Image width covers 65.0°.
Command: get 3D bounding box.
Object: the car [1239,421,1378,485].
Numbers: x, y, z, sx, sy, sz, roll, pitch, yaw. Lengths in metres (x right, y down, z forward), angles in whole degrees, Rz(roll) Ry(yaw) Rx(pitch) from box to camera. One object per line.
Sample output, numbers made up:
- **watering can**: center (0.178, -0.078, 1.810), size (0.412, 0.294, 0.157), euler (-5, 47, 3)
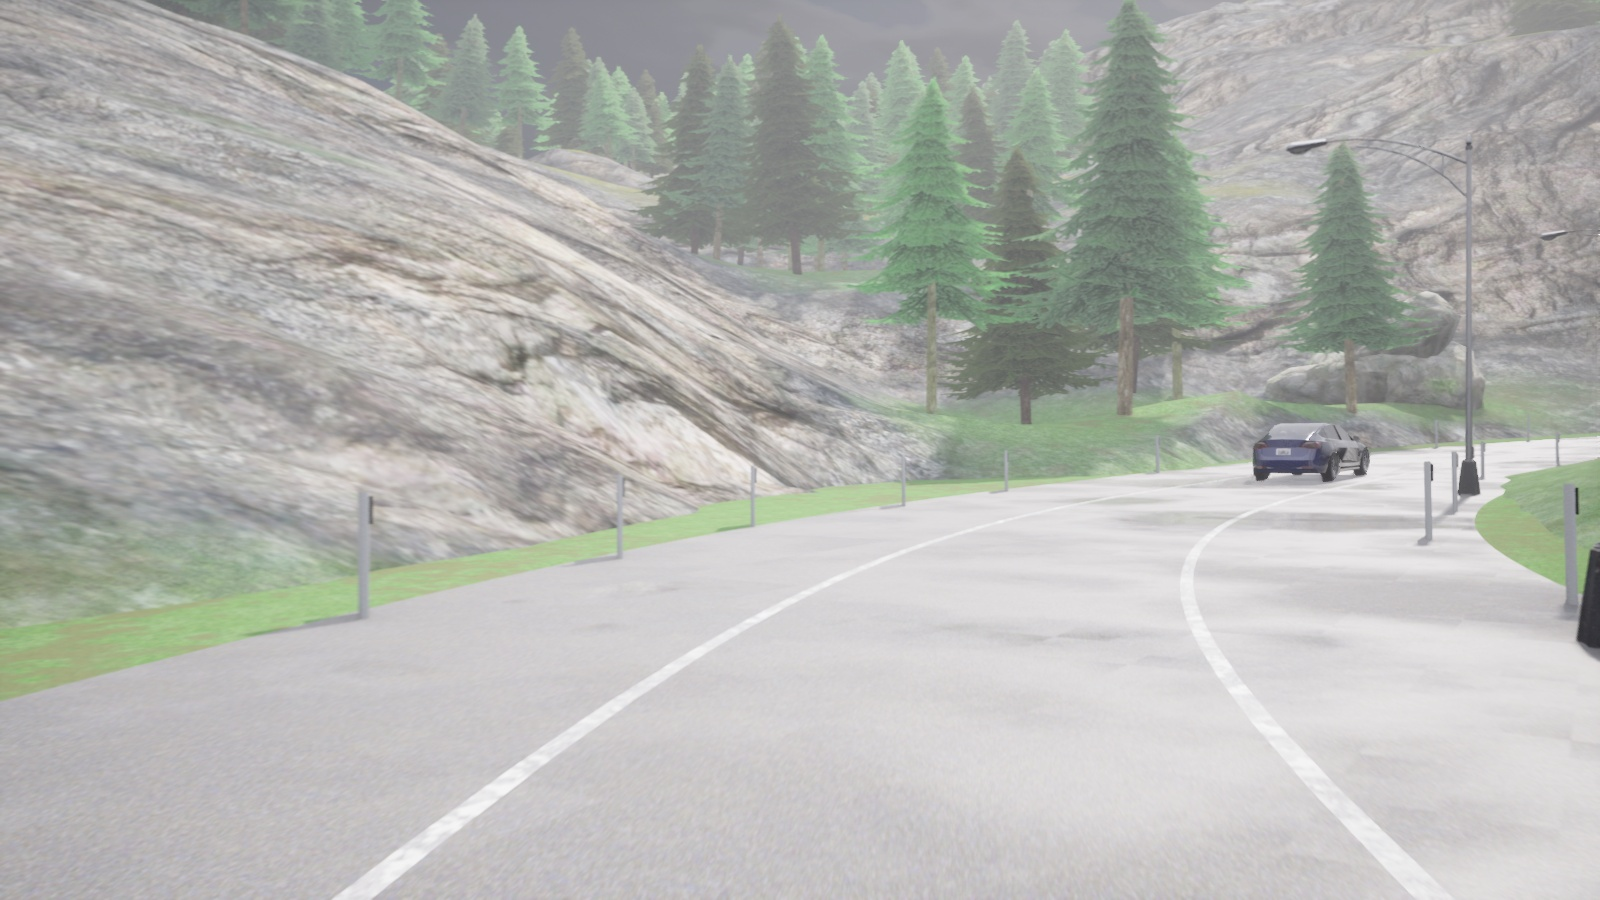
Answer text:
- **car**: center (13.523, 0.024, 33.248), size (2.163, 1.488, 4.792), euler (0, 2, 38)
